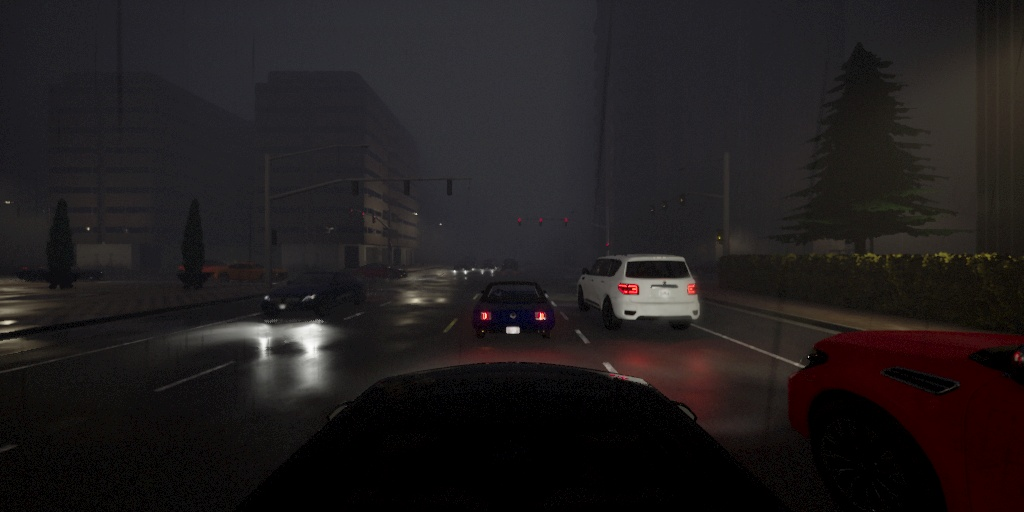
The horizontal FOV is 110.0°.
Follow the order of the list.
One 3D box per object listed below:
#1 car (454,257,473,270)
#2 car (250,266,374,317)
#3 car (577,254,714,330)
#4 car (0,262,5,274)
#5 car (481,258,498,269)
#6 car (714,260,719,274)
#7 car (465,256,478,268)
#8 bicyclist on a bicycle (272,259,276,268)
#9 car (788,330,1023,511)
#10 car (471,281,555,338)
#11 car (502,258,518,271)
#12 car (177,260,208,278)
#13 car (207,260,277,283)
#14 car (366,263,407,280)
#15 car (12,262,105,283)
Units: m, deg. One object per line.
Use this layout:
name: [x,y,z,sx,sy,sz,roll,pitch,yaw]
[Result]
car: [-7.142,1.272,51.519,1.812,1.442,4.674,0,0,0]
car: [-7.029,1.275,13.323,1.812,1.442,4.674,0,0,0]
car: [3.577,0.971,11.253,2.150,2.045,5.566,0,0,-2]
car: [-47.735,1.349,31.002,4.718,1.301,1.895,0,0,1]
car: [-3.661,1.251,55.431,1.837,1.490,4.892,0,0,0]
car: [20.832,1.225,37.580,5.008,1.535,1.882,0,0,1]
car: [-7.150,0.967,61.217,2.150,2.045,5.566,0,0,0]
bicyclist on a bicycle: [-28.686,1.048,42.798,0.582,1.620,1.656,0,0,1]
car: [3.601,0.972,0.892,2.150,2.045,5.566,0,0,0]
car: [0.047,1.350,10.126,1.895,1.301,4.718,0,0,0]
car: [-0.221,1.099,49.520,2.097,1.767,4.553,0,0,3]
car: [-25.792,1.099,30.789,4.553,1.767,2.097,0,0,1]
car: [-19.642,1.226,27.164,5.008,1.535,1.882,0,0,2]
car: [-11.195,1.312,30.662,4.181,1.385,1.994,0,0,0]
car: [-34.308,1.349,27.364,4.718,1.301,1.895,0,0,1]
